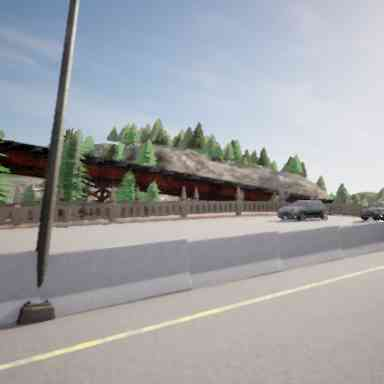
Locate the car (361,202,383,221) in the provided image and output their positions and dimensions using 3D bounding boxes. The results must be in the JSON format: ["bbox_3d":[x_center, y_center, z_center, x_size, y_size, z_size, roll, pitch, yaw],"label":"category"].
[{"bbox_3d":[16.512,1.632,28.611,4.553,1.767,2.097,2,-1,-35],"label":"car"}]

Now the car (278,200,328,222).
[{"bbox_3d":[9.276,1.479,27.804,4.553,1.767,2.097,1,0,-35],"label":"car"}]
